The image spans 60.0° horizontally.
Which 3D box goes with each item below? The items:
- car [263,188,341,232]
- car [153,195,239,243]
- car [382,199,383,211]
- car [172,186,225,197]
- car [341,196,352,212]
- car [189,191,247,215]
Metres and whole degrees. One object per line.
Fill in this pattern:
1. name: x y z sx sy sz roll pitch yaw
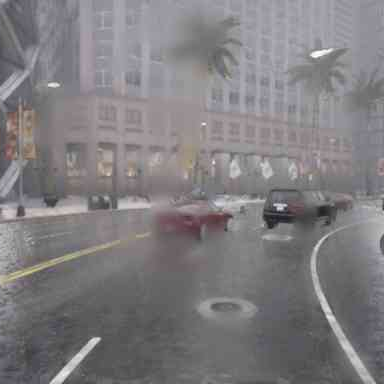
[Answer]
1. car: 5.687 0.796 17.254 2.150 2.045 5.566 1 2 39
2. car: 0.235 1.108 14.303 1.882 1.535 5.008 1 1 25
3. car: 17.872 0.717 27.516 4.553 1.767 2.097 -1 2 -30
4. car: 0.675 0.526 27.319 2.150 2.045 5.566 1 2 45
5. car: 10.820 0.715 26.552 4.553 1.767 2.097 -1 2 -38
6. car: 2.199 0.924 23.742 1.812 1.442 4.674 1 2 42
